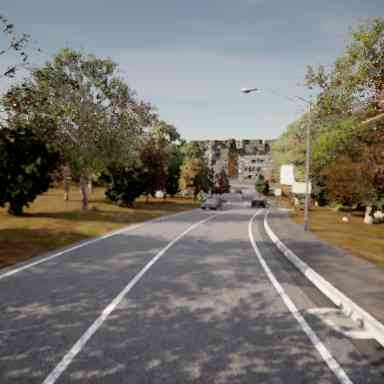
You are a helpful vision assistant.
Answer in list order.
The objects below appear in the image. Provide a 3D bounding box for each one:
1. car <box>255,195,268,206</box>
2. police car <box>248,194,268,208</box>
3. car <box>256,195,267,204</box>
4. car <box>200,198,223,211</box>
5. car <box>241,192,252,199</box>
[{"bbox_3d":[12.167,1.380,58.307,2.097,1.767,4.553,1,0,12],"label":"car"},{"bbox_3d":[9.740,1.460,48.588,1.930,1.638,5.238,1,0,15],"label":"police car"},{"bbox_3d":[13.356,1.493,64.370,1.882,1.535,5.008,1,0,10],"label":"car"},{"bbox_3d":[2.432,1.458,39.313,2.033,1.411,5.357,1,0,15],"label":"car"},{"bbox_3d":[14.233,0.946,83.363,1.812,1.442,4.674,0,3,0],"label":"car"}]
